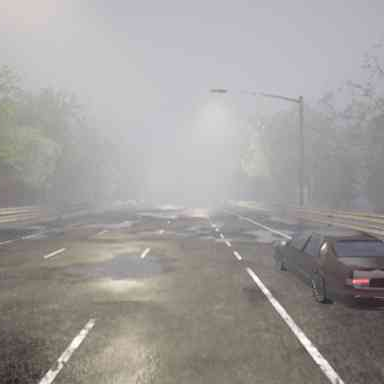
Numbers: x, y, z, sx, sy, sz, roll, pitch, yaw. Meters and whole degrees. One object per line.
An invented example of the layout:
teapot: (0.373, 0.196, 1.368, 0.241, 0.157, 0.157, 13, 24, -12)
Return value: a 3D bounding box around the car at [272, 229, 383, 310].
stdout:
car: (3.480, 1.622, 8.205, 2.033, 1.411, 5.357, 0, -1, 0)
